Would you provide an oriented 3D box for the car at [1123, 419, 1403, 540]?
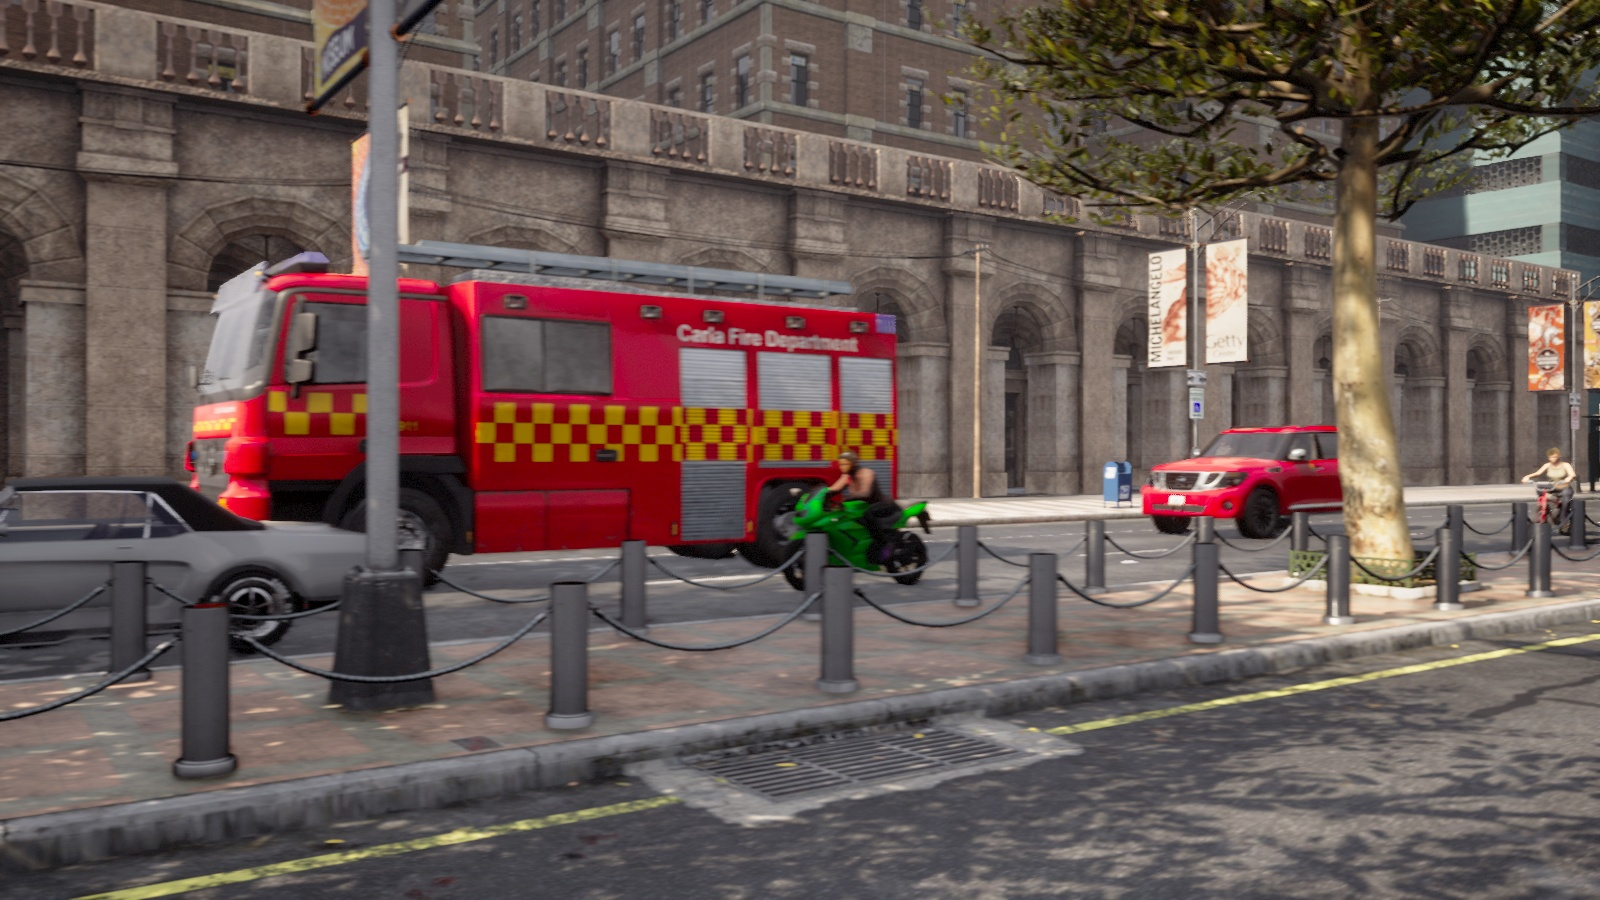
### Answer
[{"bbox_3d":[8.841,0.503,23.756,5.566,2.045,2.150,0,0,-35],"label":"car"}]

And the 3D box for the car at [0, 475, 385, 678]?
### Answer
[{"bbox_3d":[-5.744,0.880,9.316,4.718,1.301,1.895,0,0,-34],"label":"car"}]

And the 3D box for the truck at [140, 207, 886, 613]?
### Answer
[{"bbox_3d":[-3.170,-0.375,15.446,8.468,3.827,2.891,0,0,-35],"label":"truck"}]

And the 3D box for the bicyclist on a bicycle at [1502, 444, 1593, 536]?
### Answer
[{"bbox_3d":[13.562,0.708,22.772,1.509,1.612,0.866,0,0,-35],"label":"bicyclist on a bicycle"}]

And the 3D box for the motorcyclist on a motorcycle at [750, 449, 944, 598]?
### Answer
[{"bbox_3d":[0.534,0.760,13.749,2.044,1.523,0.797,0,0,-35],"label":"motorcyclist on a motorcycle"}]
